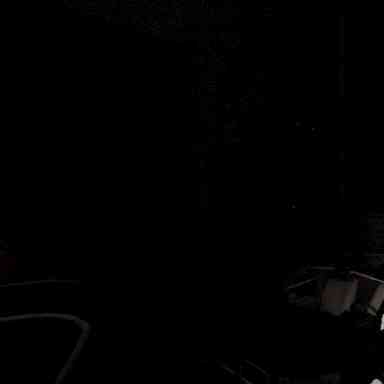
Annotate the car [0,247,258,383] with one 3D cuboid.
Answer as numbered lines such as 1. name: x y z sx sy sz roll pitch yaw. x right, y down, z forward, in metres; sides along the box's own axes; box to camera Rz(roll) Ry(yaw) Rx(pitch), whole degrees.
1. car: -2.355 1.314 1.126 5.009 1.841 2.192 0 0 -36

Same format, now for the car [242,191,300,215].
1. car: 7.020 0.983 30.208 2.150 2.045 5.566 0 1 -35

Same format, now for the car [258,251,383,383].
1. car: 2.215 1.554 4.388 4.403 1.369 2.008 0 0 -36
